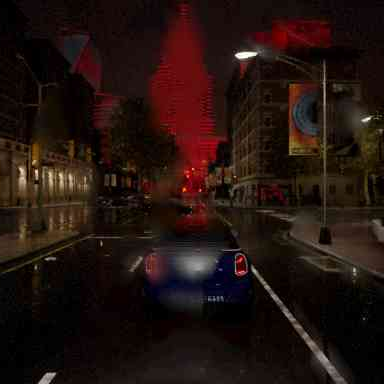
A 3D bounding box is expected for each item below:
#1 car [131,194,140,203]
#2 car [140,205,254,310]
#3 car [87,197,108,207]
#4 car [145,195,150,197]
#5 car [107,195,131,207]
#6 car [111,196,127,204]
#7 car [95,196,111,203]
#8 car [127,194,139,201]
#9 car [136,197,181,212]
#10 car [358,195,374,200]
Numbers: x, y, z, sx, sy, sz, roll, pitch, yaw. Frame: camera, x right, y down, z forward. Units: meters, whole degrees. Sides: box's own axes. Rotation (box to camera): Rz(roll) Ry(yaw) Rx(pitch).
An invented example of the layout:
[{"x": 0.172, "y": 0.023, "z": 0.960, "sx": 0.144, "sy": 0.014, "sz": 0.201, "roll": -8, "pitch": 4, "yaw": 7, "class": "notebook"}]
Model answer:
[{"x": -11.276, "y": 1.526, "z": 67.642, "sx": 1.812, "sy": 1.442, "sz": 4.674, "roll": 0, "pitch": 1, "yaw": 0, "class": "car"}, {"x": 0.100, "y": 1.352, "z": 7.983, "sx": 2.097, "sy": 1.767, "sz": 4.553, "roll": 0, "pitch": 0, "yaw": 0, "class": "car"}, {"x": -15.004, "y": 1.491, "z": 52.568, "sx": 2.128, "sy": 1.511, "sz": 4.902, "roll": 0, "pitch": 0, "yaw": 2, "class": "car"}, {"x": -11.226, "y": 1.478, "z": 82.033, "sx": 1.882, "sy": 1.535, "sz": 5.008, "roll": 0, "pitch": 0, "yaw": 0, "class": "car"}, {"x": -11.420, "y": 1.564, "z": 52.324, "sx": 1.994, "sy": 1.385, "sz": 4.181, "roll": 0, "pitch": 0, "yaw": 0, "class": "car"}, {"x": -14.776, "y": 1.540, "z": 67.506, "sx": 2.033, "sy": 1.411, "sz": 5.357, "roll": 0, "pitch": 0, "yaw": 0, "class": "car"}, {"x": -18.025, "y": 1.595, "z": 67.492, "sx": 1.895, "sy": 1.301, "sz": 4.718, "roll": 0, "pitch": 0, "yaw": 0, "class": "car"}, {"x": -14.723, "y": 1.355, "z": 82.875, "sx": 2.097, "sy": 1.767, "sz": 4.553, "roll": 0, "pitch": 0, "yaw": 0, "class": "car"}, {"x": -2.472, "y": 1.547, "z": 33.029, "sx": 5.357, "sy": 1.411, "sz": 2.033, "roll": 0, "pitch": 0, "yaw": 26, "class": "car"}, {"x": 34.674, "y": 1.481, "z": 68.709, "sx": 2.231, "sy": 1.521, "sz": 4.892, "roll": 0, "pitch": 0, "yaw": 0, "class": "car"}]
